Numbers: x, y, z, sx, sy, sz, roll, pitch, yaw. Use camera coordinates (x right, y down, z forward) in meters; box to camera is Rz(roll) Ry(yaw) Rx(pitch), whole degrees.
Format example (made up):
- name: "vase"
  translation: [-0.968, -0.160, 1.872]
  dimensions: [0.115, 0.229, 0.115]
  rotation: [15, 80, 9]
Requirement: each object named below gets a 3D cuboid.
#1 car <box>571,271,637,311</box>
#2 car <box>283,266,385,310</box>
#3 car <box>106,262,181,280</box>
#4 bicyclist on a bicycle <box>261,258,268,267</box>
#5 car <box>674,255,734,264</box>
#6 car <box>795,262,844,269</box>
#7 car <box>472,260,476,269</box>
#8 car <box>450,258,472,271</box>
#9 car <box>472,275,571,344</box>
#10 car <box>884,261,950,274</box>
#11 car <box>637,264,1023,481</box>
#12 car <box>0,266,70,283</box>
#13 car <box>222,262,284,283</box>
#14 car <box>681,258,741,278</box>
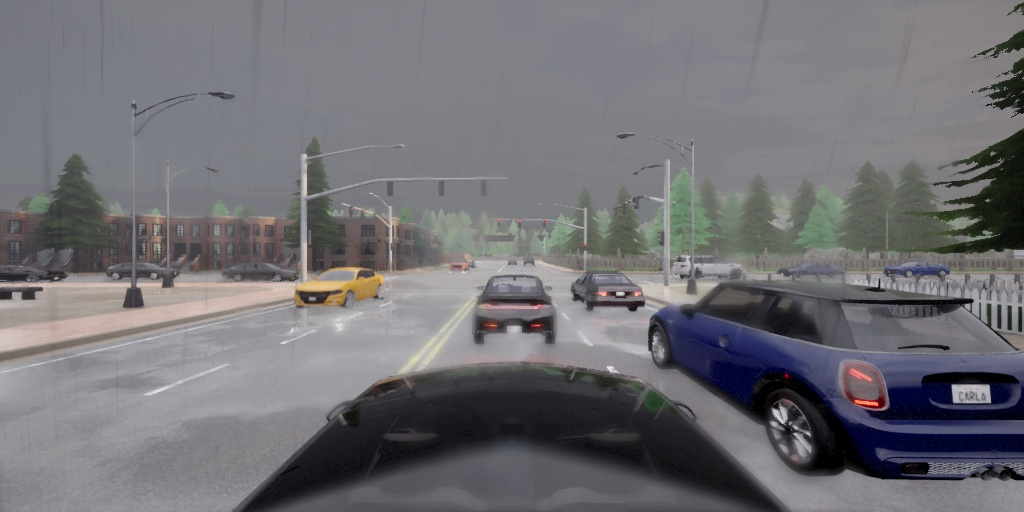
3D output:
- name: "car"
  translation: [3.600, 1.297, 14.356]
  dimensions: [2.033, 1.411, 5.357]
  rotation: [0, 0, 0]
- name: "car"
  translation: [-6.969, 1.227, 15.030]
  dimensions: [1.882, 1.535, 5.008]
  rotation: [0, 0, 0]
- name: "car"
  translation: [-30.997, 1.254, 30.249]
  dimensions: [4.892, 1.490, 1.837]
  rotation: [0, 0, -5]
- name: "bicyclist on a bicycle"
  translation: [-28.766, 1.053, 41.635]
  dimensions: [0.582, 1.620, 1.656]
  rotation: [0, 0, -1]
- name: "car"
  translation: [16.549, 0.971, 30.257]
  dimensions: [5.566, 2.045, 2.150]
  rotation: [0, 0, 0]
- name: "car"
  translation: [28.274, 1.297, 33.925]
  dimensions: [5.357, 1.411, 2.033]
  rotation: [0, 0, 1]
- name: "car"
  translation: [-7.013, 1.276, 58.250]
  dimensions: [1.812, 1.442, 4.674]
  rotation: [0, 0, 1]
- name: "car"
  translation: [-7.036, 1.102, 48.317]
  dimensions: [2.097, 1.767, 4.553]
  rotation: [0, 0, 0]
- name: "car"
  translation: [0.073, 1.242, 9.528]
  dimensions: [2.128, 1.511, 4.902]
  rotation: [0, 0, 1]
- name: "car"
  translation: [38.152, 1.228, 33.897]
  dimensions: [5.008, 1.535, 1.882]
  rotation: [0, 0, 0]
- name: "car"
  translation: [3.606, 1.102, 4.938]
  dimensions: [2.097, 1.767, 4.553]
  rotation: [0, 0, 0]
- name: "car"
  translation: [-35.992, 1.351, 26.141]
  dimensions: [4.718, 1.301, 1.895]
  rotation: [0, 0, -13]
- name: "car"
  translation: [-18.659, 1.253, 27.185]
  dimensions: [4.892, 1.490, 1.837]
  rotation: [0, 0, -1]
- name: "car"
  translation: [18.749, 1.102, 33.950]
  dimensions: [4.553, 1.767, 2.097]
  rotation: [0, 0, 0]
